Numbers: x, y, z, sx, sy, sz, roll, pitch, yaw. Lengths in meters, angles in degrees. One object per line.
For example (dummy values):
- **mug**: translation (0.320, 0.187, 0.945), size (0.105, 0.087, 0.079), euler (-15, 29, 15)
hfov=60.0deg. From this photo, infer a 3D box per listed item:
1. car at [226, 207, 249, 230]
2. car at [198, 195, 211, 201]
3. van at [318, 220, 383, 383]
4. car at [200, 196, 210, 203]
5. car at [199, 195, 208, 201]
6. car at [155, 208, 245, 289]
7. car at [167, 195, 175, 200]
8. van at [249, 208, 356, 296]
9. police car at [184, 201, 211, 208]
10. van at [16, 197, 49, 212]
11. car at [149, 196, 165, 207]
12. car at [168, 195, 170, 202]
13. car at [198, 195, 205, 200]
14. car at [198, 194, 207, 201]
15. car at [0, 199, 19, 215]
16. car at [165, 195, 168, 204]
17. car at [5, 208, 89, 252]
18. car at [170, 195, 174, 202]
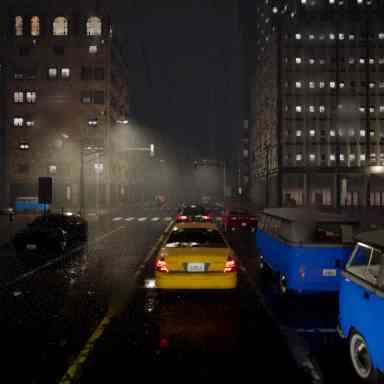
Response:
- **car**: translation (2.700, 1.545, 19.525), size (1.887, 1.381, 4.507), euler (1, 0, 0)
- **car**: translation (2.698, 1.529, 63.271), size (2.008, 1.369, 4.403), euler (1, 0, 0)
- **van**: translation (2.703, 1.342, 2.795), size (1.690, 1.788, 3.998), euler (1, 0, 0)
- **car**: translation (2.698, 1.517, 68.923), size (1.887, 1.381, 4.507), euler (1, 0, 0)
- **car**: translation (2.697, 1.510, 80.225), size (2.008, 1.369, 4.403), euler (1, 0, 0)
- **car**: translation (0.097, 1.458, 9.131), size (1.801, 1.575, 5.366), euler (0, 0, 0)
- **car**: translation (-5.684, 1.472, 91.360), size (1.752, 1.417, 4.829), euler (1, 0, 0)
- **van**: translation (2.703, 1.343, 8.371), size (1.690, 1.788, 3.998), euler (1, 0, 0)
- **police car**: translation (0.103, 1.505, 19.451), size (2.038, 1.542, 4.974), euler (0, 0, 0)
- **van**: translation (-19.737, 1.524, 40.838), size (3.998, 1.788, 1.690), euler (0, 0, 1)
- **car**: translation (-5.683, 1.572, 51.969), size (1.802, 1.307, 4.206), euler (1, 0, 0)
- **car**: translation (-5.683, 1.560, 63.272), size (1.802, 1.307, 4.206), euler (1, 0, 0)
- **car**: translation (2.697, 1.472, 91.699), size (1.752, 1.417, 4.829), euler (1, 0, 0)
- **car**: translation (2.698, 1.393, 85.878), size (1.967, 1.590, 4.097), euler (1, 0, 0)
- **car**: translation (-19.845, 1.620, 32.456), size (4.403, 1.369, 2.008), euler (0, 0, 1)
- **car**: translation (-5.680, 1.424, 57.621), size (1.967, 1.590, 4.097), euler (1, 0, 0)
- **car**: translation (-5.681, 1.567, 13.954), size (1.947, 1.339, 4.313), euler (1, 0, 0)
- **car**: translation (-5.683, 1.516, 74.575), size (2.008, 1.369, 4.403), euler (1, 0, 0)
